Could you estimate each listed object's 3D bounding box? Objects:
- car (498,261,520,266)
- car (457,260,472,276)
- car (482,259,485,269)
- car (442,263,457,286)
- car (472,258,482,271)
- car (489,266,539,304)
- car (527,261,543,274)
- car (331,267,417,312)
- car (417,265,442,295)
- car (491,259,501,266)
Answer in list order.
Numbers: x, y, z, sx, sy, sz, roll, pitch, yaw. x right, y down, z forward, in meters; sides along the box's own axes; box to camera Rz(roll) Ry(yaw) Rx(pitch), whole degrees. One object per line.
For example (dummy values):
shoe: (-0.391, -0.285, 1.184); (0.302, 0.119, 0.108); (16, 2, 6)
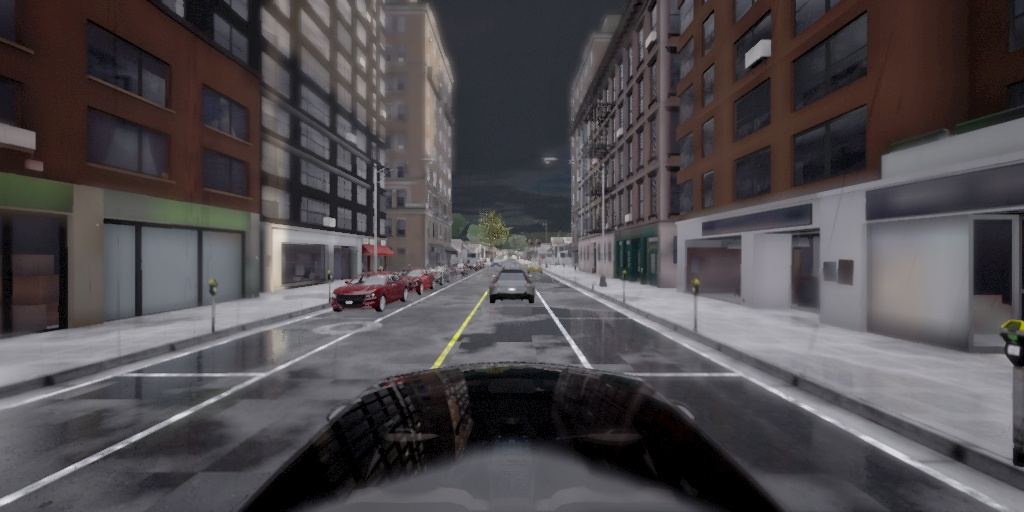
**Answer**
car: (0.000, 1.365, 31.530); (1.895, 1.301, 4.718); (0, 0, 0)
car: (-5.397, 1.329, 36.165); (1.802, 1.307, 4.207); (0, 0, 0)
car: (-5.391, 1.188, 52.676); (1.967, 1.591, 4.097); (0, 0, 0)
car: (-5.402, 1.298, 25.157); (2.007, 1.370, 4.403); (0, 0, 0)
car: (-5.393, 1.188, 47.173); (1.967, 1.591, 4.097); (0, 0, 0)
car: (0.000, 1.321, 16.500); (1.994, 1.385, 4.181); (0, 0, 0)
car: (2.653, 1.273, 41.840); (1.751, 1.417, 4.829); (0, 0, 0)
car: (-5.407, 1.292, 14.150); (1.888, 1.381, 4.507); (0, 0, 0)
car: (-5.404, 1.292, 19.653); (1.888, 1.381, 4.507); (0, 0, 0)
car: (-2.750, 1.310, 63.501); (1.812, 1.442, 4.674); (0, 0, 0)
